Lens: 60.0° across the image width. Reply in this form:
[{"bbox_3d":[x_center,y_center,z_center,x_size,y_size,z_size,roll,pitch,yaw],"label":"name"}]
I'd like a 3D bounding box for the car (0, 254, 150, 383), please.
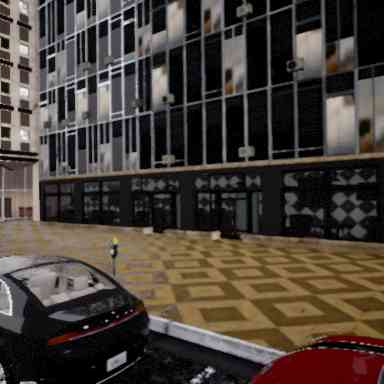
[{"bbox_3d":[-2.586,1.603,4.844,4.403,1.369,2.008,-1,-1,35],"label":"car"}]

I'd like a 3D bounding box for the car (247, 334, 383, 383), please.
[{"bbox_3d":[2.055,1.431,1.575,4.097,1.590,1.967,-1,-1,35],"label":"car"}]
